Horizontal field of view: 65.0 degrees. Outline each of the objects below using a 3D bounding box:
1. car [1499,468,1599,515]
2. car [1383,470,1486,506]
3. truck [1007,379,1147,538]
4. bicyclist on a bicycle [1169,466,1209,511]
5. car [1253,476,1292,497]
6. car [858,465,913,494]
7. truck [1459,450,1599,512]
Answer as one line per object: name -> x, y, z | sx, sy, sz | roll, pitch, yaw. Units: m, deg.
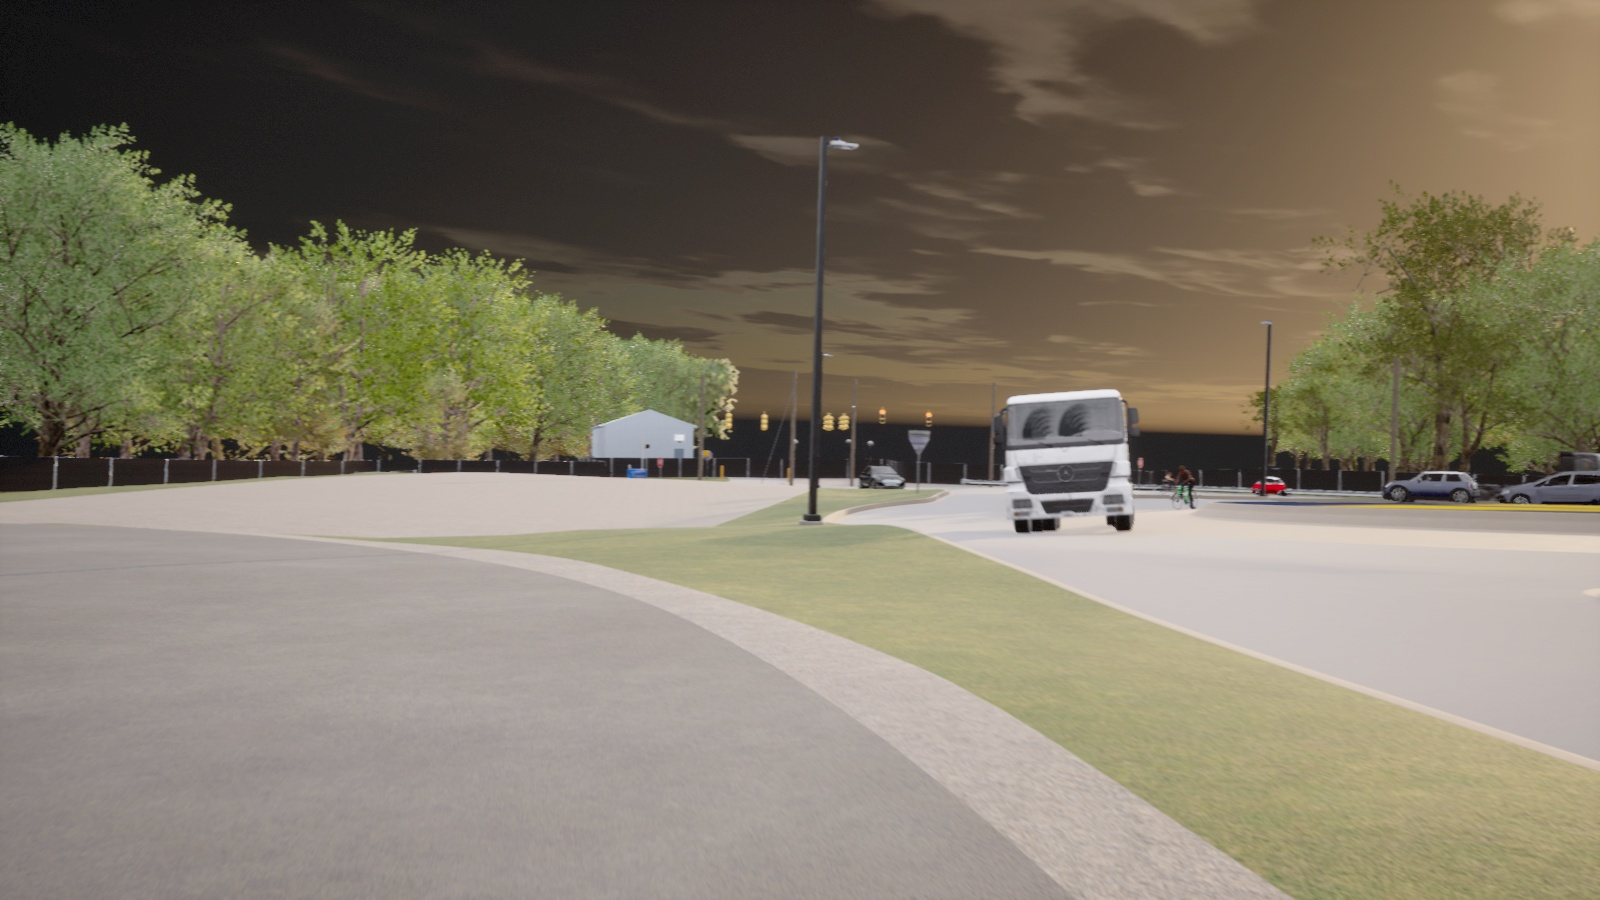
car -> 29.823, 1.629, 48.791 | 4.611, 1.667, 2.242 | 0, -4, 29
car -> 28.588, 1.683, 56.598 | 3.806, 1.475, 1.970 | 1, 0, 39
truck -> 7.326, 0.352, 32.318 | 2.891, 3.462, 7.936 | -3, -3, 16
bicyclist on a bicycle -> 14.204, 1.410, 45.880 | 1.656, 1.620, 0.582 | 1, -1, -40
car -> 33.412, 2.600, 88.820 | 2.207, 1.376, 1.481 | 1, 1, 40
car -> 5.073, 1.731, 75.233 | 2.033, 1.649, 4.856 | 1, -1, -12
truck -> 44.159, 1.798, 75.113 | 7.936, 3.462, 2.891 | 1, 1, 41
